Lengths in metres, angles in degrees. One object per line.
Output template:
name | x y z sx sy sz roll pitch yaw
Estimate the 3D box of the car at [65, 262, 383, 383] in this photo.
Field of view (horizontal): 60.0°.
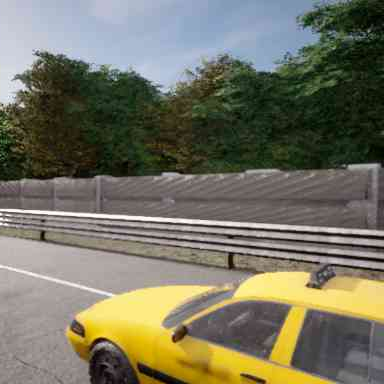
car | 0.934 1.458 3.203 5.366 1.575 1.801 0 0 36
